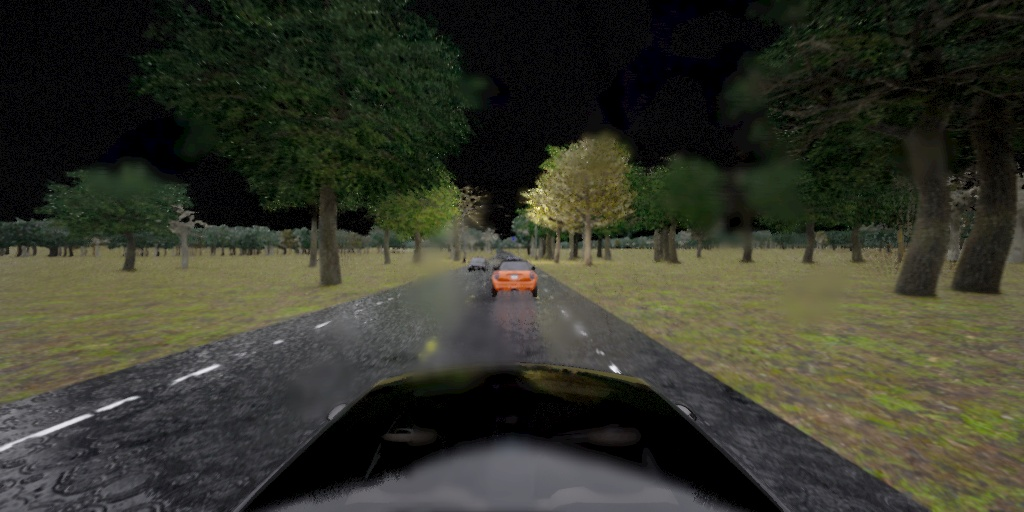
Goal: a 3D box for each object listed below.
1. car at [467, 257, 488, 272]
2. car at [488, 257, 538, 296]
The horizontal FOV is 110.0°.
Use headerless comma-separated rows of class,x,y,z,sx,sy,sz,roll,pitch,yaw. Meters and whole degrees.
car,-3.437,0.857,36.799,1.837,1.490,4.892,0,1,0
car,0.119,0.916,17.915,2.097,1.767,4.553,0,1,0
